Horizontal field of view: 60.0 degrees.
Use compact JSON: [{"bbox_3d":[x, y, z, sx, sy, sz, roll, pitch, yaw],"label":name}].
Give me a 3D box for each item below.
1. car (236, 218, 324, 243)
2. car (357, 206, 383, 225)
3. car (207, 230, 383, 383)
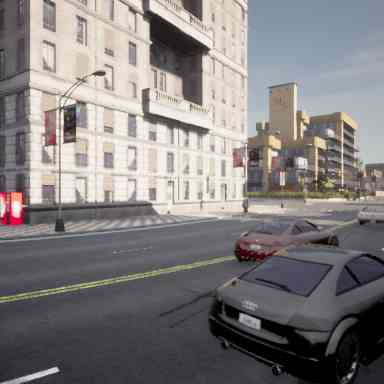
[{"bbox_3d":[3.241,1.558,11.050,1.994,1.385,4.181,0,0,44],"label":"car"},{"bbox_3d":[12.902,1.591,23.012,1.895,1.301,4.718,0,0,37],"label":"car"},{"bbox_3d":[2.251,1.561,5.377,4.181,1.385,1.994,0,0,-40],"label":"car"}]
